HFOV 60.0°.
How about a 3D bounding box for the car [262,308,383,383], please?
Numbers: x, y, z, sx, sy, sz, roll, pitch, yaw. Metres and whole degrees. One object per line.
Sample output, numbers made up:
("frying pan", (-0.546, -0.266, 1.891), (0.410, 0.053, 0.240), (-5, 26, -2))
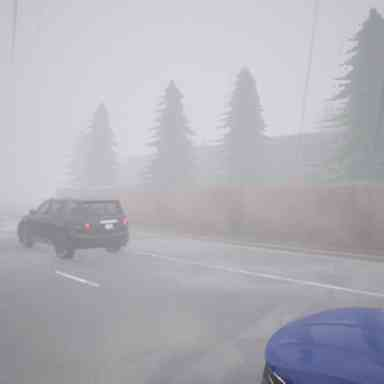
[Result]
("car", (2.904, 1.495, 2.051), (5.008, 1.535, 1.882), (0, 0, 35))

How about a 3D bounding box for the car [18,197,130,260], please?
("car", (-4.661, 1.210, 12.726), (5.566, 2.045, 2.150), (0, 0, 43))
